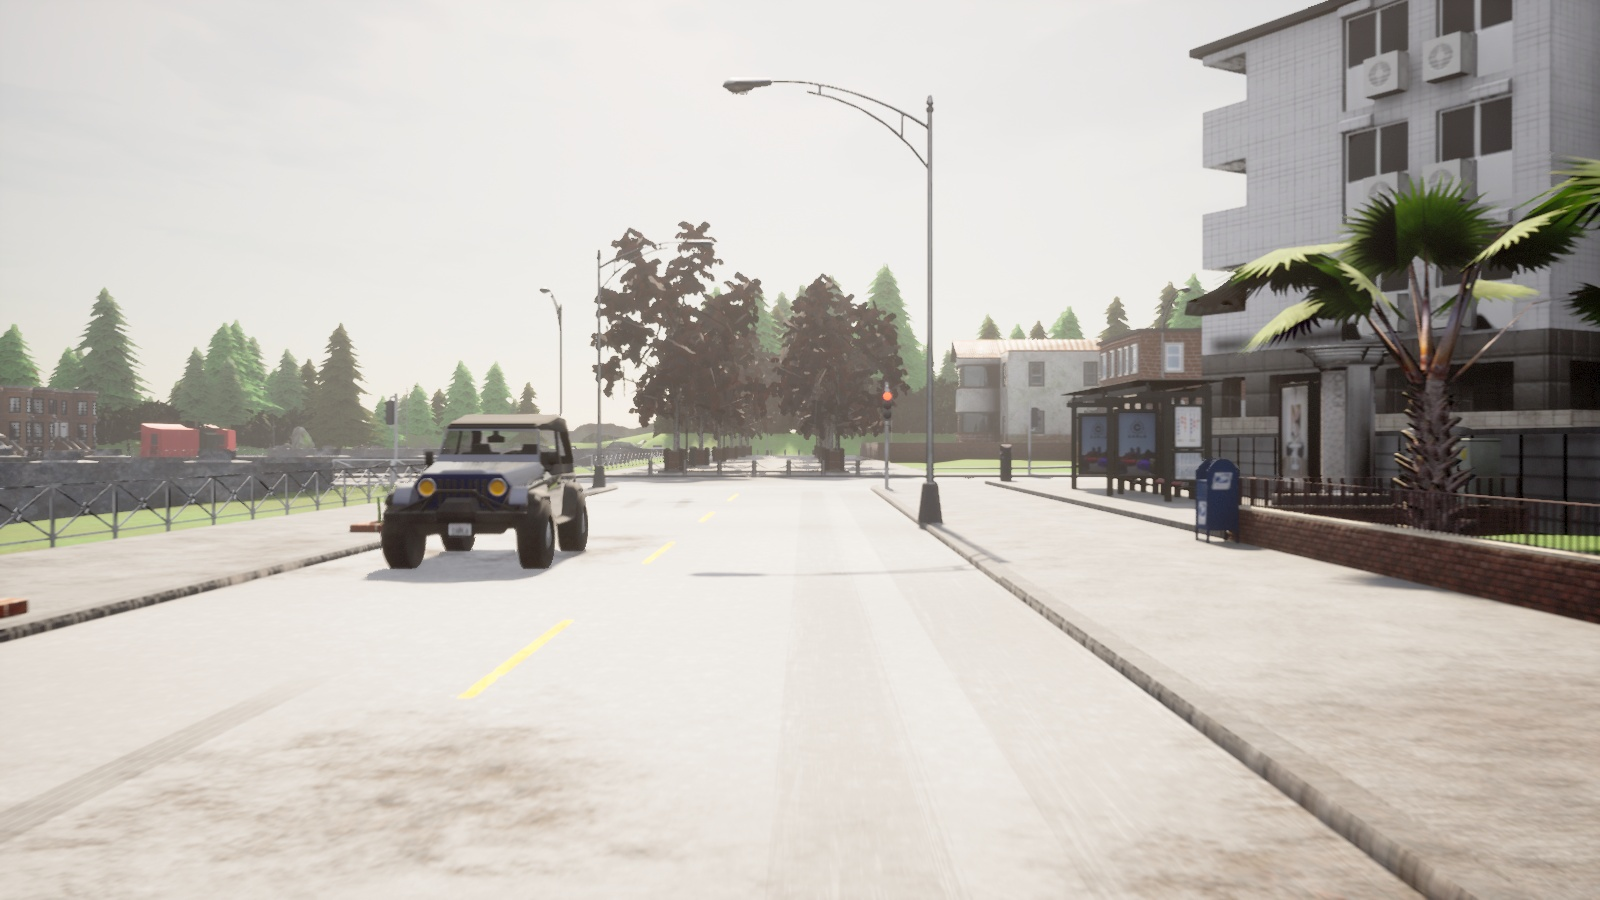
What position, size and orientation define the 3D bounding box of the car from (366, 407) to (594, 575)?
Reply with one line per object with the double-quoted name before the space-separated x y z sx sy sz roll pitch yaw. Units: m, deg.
"car" -3.900 0.449 15.994 1.905 1.878 3.866 0 0 0
